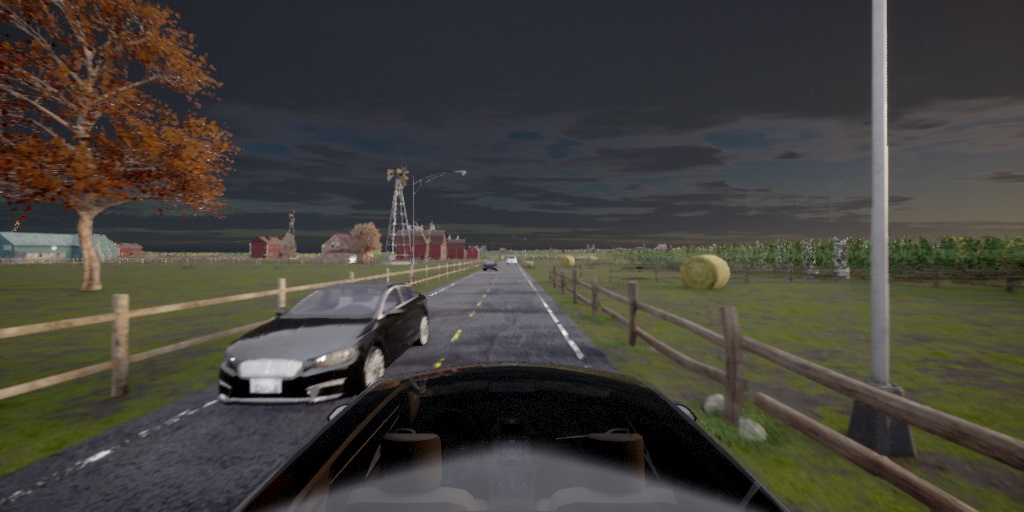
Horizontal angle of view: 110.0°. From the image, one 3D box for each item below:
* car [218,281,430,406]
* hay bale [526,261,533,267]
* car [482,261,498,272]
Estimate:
[{"bbox_3d":[-2.841,1.242,6.596,2.128,1.511,4.902,0,0,0],"label":"car"},{"bbox_3d":[3.116,1.456,64.846,1.220,1.180,1.240,0,0,0],"label":"hay bale"},{"bbox_3d":[-2.838,1.324,47.481,2.033,1.411,5.357,0,0,0],"label":"car"}]
